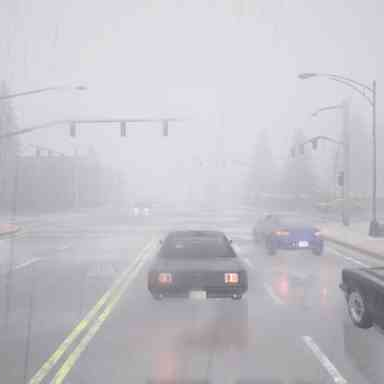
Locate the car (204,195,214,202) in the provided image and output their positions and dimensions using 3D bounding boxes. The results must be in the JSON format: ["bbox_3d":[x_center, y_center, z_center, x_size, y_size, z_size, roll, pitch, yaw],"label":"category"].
[{"bbox_3d":[3.840,1.355,74.996,2.097,1.767,4.553,0,0,0],"label":"car"}]

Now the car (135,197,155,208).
[{"bbox_3d":[-6.887,1.526,47.408,1.812,1.442,4.674,0,0,0],"label":"car"}]

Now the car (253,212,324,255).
[{"bbox_3d":[3.638,1.526,13.111,1.812,1.442,4.674,0,0,0],"label":"car"}]

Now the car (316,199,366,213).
[{"bbox_3d":[16.084,1.478,36.090,5.008,1.535,1.882,0,0,0],"label":"car"}]

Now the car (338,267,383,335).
[{"bbox_3d":[3.614,1.601,4.008,1.895,1.301,4.718,0,0,0],"label":"car"}]

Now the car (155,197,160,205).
[{"bbox_3d":[-6.818,1.564,59.195,1.994,1.385,4.181,0,0,0],"label":"car"}]

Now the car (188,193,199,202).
[{"bbox_3d":[0.336,1.225,74.891,2.150,2.045,5.566,0,0,0],"label":"car"}]

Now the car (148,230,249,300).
[{"bbox_3d":[0.100,1.601,8.320,1.895,1.301,4.718,0,0,0],"label":"car"}]
